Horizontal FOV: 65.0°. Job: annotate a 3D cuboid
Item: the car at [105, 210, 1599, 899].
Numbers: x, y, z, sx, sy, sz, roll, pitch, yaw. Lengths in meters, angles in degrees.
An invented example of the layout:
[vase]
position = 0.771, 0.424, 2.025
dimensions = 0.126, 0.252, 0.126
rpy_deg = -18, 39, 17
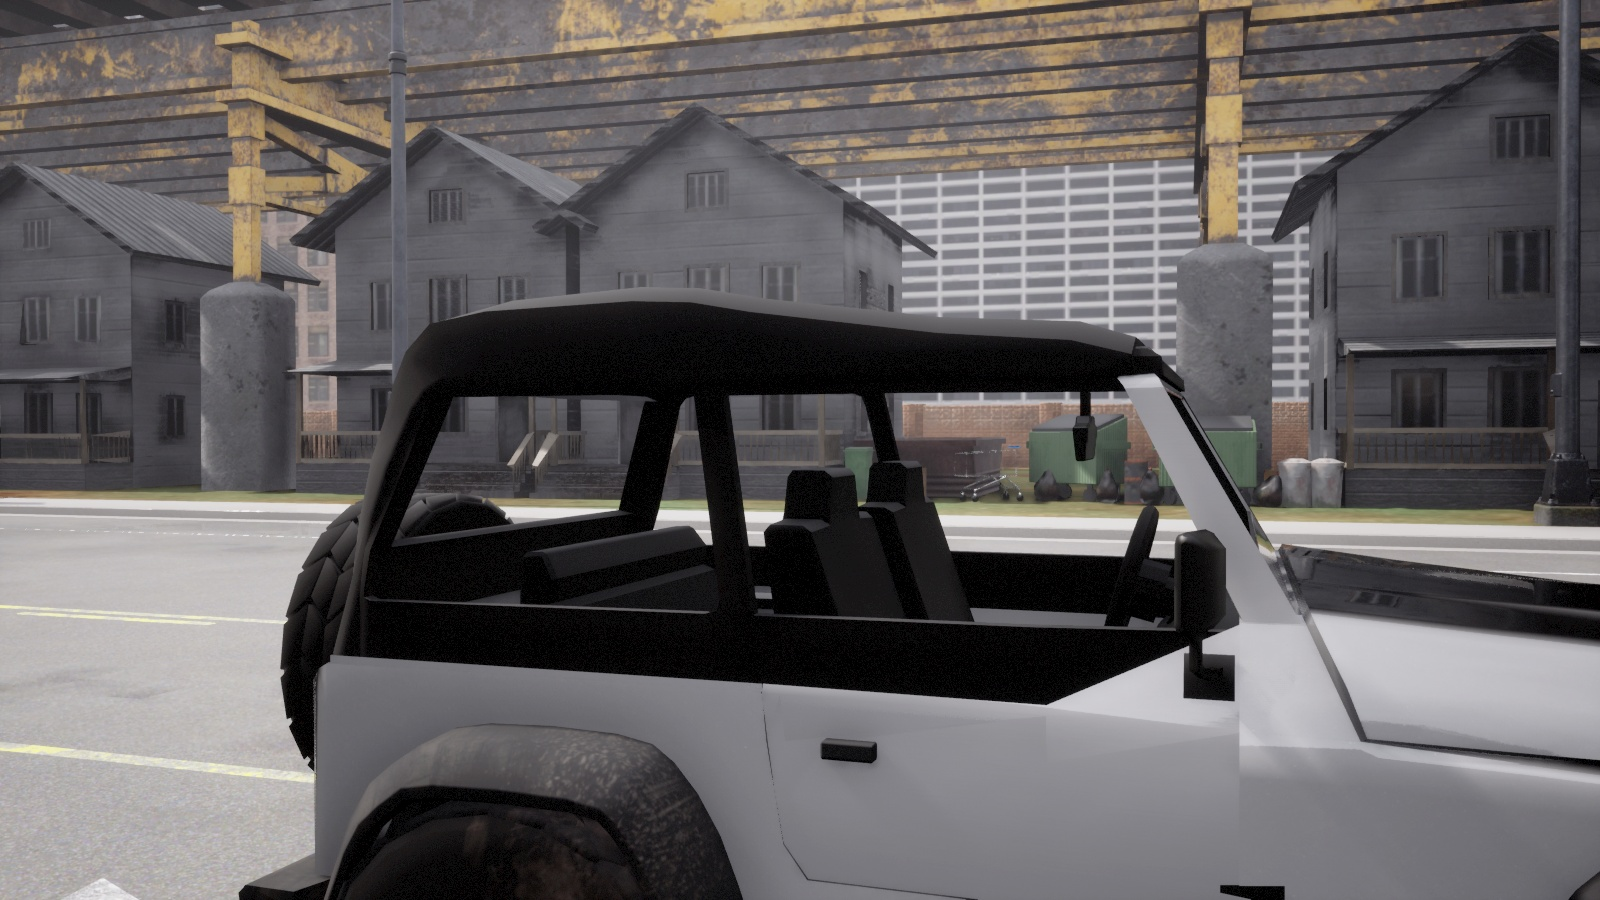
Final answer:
[car]
position = 0.641, 0.577, 2.981
dimensions = 3.866, 1.878, 1.905
rpy_deg = 1, 1, 19
